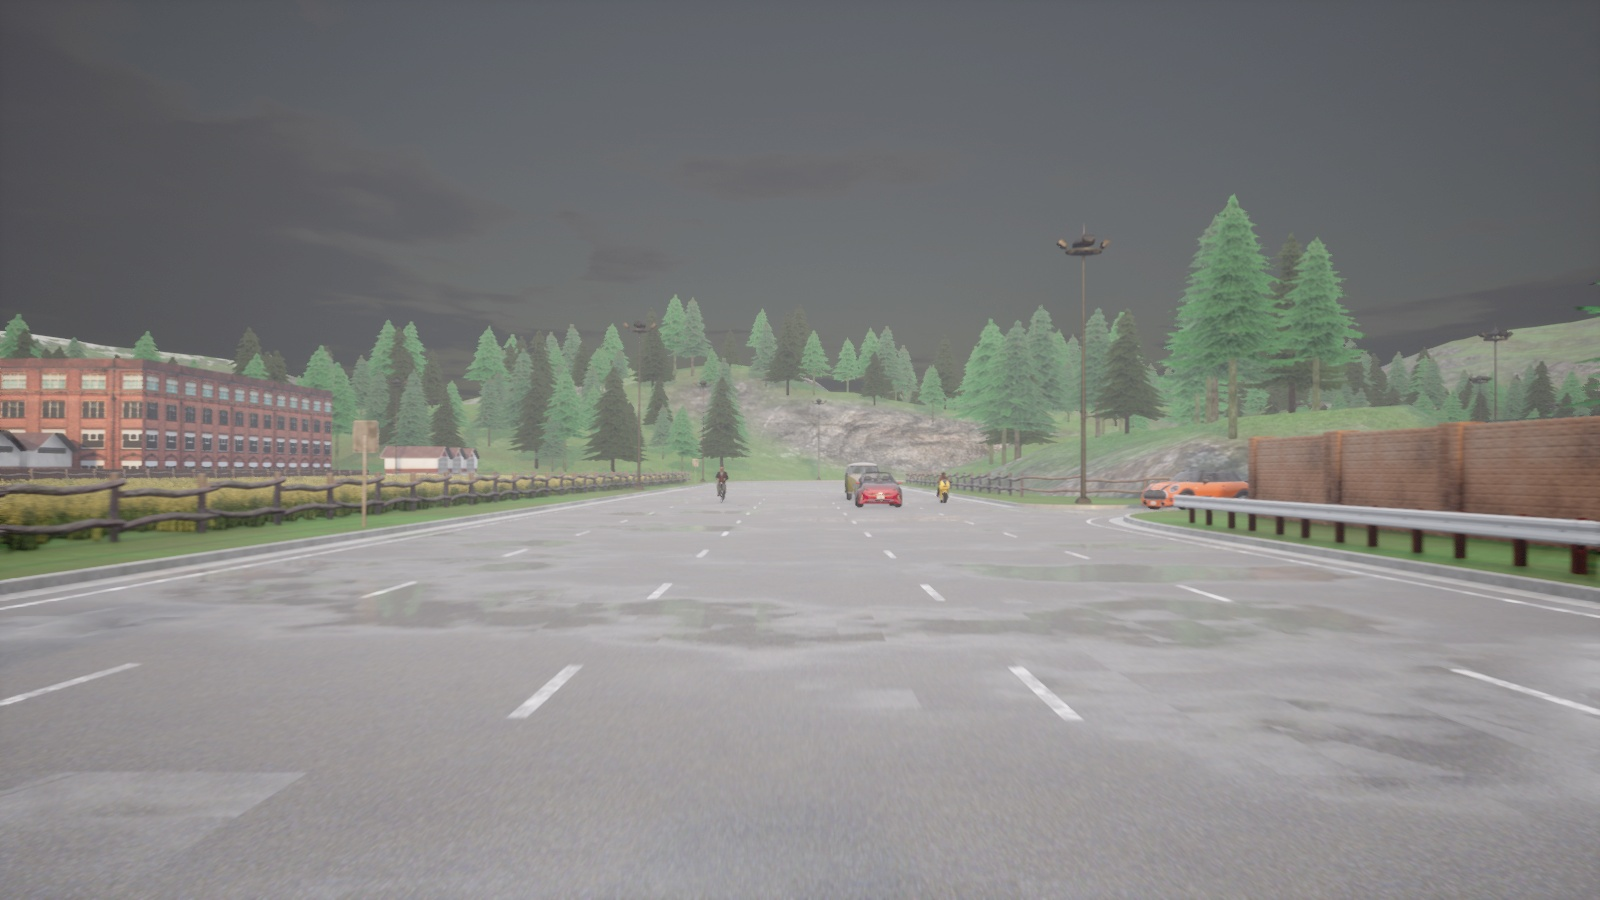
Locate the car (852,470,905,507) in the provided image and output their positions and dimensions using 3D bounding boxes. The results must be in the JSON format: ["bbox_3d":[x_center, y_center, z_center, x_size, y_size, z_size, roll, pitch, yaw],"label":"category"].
[{"bbox_3d":[3.368,1.641,54.787,2.007,1.525,4.514,0,-1,0],"label":"car"}]

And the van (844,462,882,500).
[{"bbox_3d":[3.337,1.652,67.246,1.775,1.987,4.442,0,-1,0],"label":"van"}]

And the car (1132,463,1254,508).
[{"bbox_3d":[16.073,1.448,51.359,4.553,1.767,2.097,1,-1,-26],"label":"car"}]

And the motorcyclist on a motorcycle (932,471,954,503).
[{"bbox_3d":[6.855,1.750,60.171,0.797,1.523,2.044,0,-1,0],"label":"motorcyclist on a motorcycle"}]
